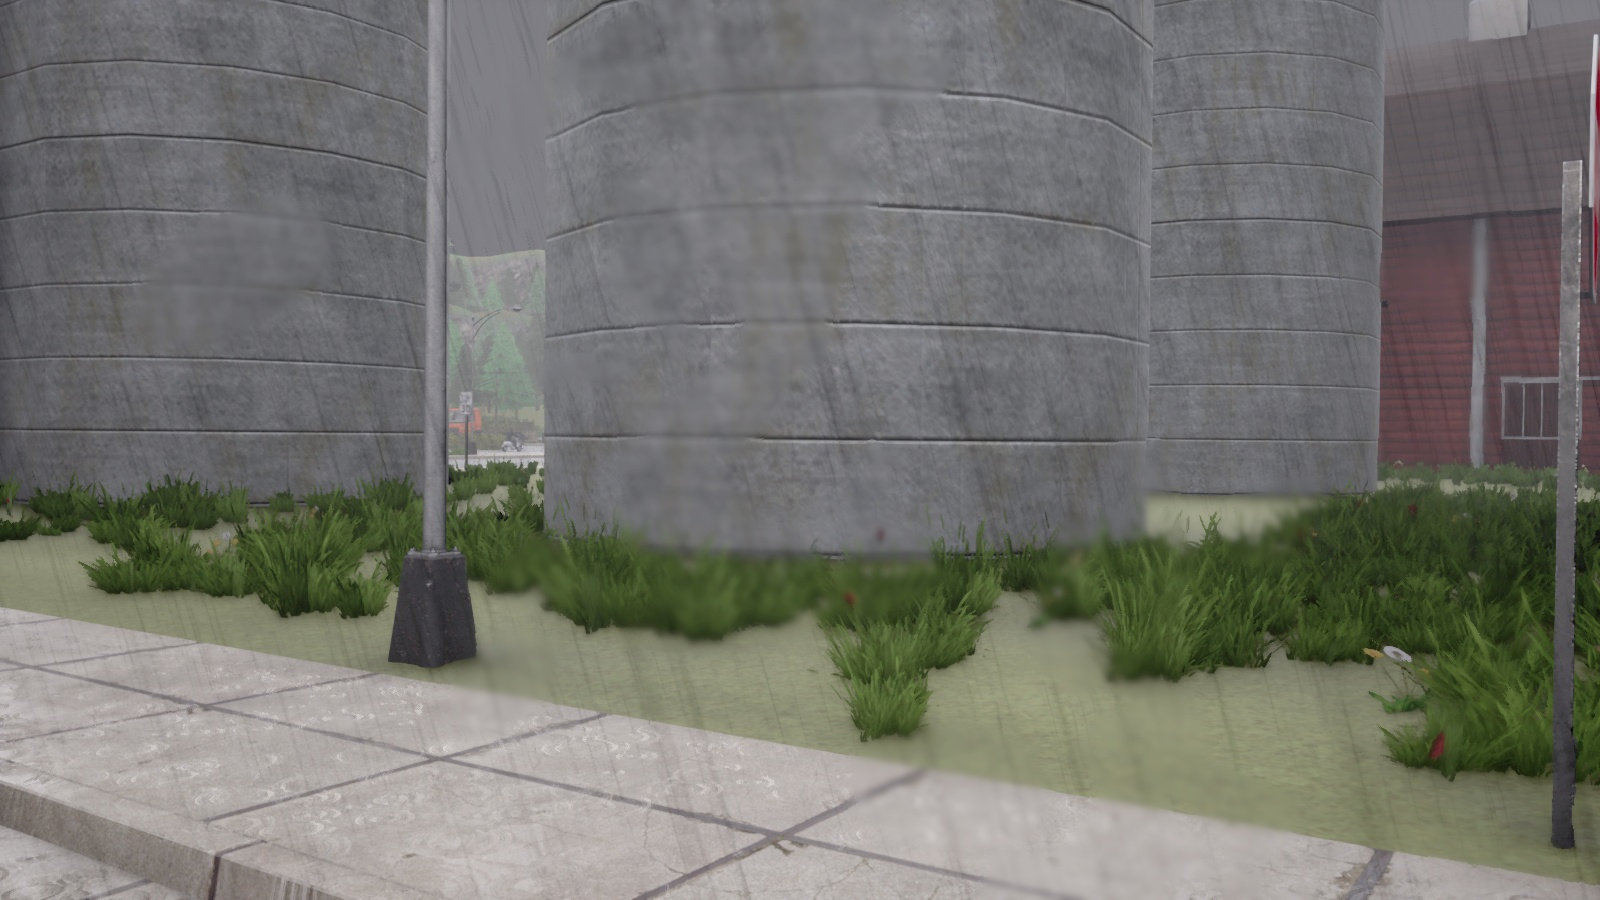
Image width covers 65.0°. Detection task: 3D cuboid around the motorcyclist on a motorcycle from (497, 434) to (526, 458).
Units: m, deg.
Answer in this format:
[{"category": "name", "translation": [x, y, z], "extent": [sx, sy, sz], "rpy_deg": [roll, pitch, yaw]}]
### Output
[{"category": "motorcyclist on a motorcycle", "translation": [-19.470, -0.300, 84.875], "extent": [0.866, 1.590, 1.817], "rpy_deg": [0, 1, 33]}]
